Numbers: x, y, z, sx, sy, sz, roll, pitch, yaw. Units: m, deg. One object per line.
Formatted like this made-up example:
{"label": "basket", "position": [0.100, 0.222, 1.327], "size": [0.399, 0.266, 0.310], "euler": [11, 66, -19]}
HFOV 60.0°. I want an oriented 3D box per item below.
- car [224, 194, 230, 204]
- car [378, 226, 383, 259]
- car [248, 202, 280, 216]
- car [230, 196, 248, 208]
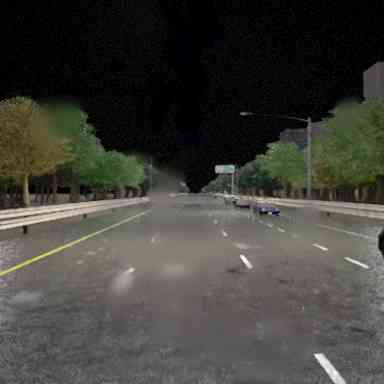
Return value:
{"label": "car", "position": [7.202, 1.562, 63.933], "size": [2.128, 1.511, 4.902], "euler": [0, 0, 0]}
{"label": "car", "position": [7.000, 1.227, 8.247], "size": [2.150, 2.045, 5.566], "euler": [0, 0, 0]}
{"label": "car", "position": [7.045, 1.627, 32.165], "size": [1.895, 1.301, 4.718], "euler": [0, 0, 0]}
{"label": "car", "position": [7.112, 1.615, 48.313], "size": [1.994, 1.385, 4.181], "euler": [0, 0, 0]}
